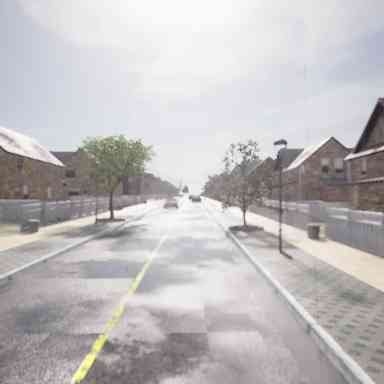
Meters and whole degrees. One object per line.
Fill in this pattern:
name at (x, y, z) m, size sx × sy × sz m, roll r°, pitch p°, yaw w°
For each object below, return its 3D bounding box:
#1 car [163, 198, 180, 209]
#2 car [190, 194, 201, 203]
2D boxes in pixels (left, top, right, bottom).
car at (-2.828, 1.521, 45.580) m, size 1.812 × 1.442 × 4.674 m, roll 0°, pitch 0°, yaw 0°
car at (0.960, 1.509, 72.110) m, size 1.882 × 1.535 × 5.008 m, roll 0°, pitch 0°, yaw 0°
